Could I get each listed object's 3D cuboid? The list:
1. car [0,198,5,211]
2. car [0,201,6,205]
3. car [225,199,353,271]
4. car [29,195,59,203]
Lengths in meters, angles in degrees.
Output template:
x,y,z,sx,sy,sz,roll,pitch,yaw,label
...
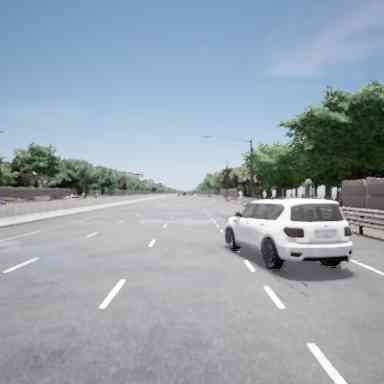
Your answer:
x,y,z,sx,sy,sz,roll,pitch,yaw,label
-24.597,1.549,39.685,1.837,1.490,4.892,0,0,0,car
-21.124,1.481,34.159,1.882,1.535,5.008,0,0,0,car
2.884,1.249,11.276,2.150,2.045,5.566,0,-1,-13,car
-17.597,1.099,39.723,1.882,1.535,5.008,0,0,0,car
